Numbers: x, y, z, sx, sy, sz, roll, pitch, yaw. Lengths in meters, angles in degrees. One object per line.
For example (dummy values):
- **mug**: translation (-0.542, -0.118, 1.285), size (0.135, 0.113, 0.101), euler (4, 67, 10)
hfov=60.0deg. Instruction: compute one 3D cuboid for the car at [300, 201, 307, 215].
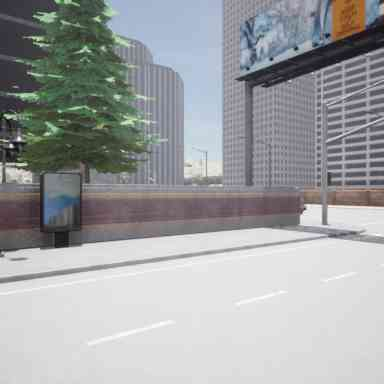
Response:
- **car**: translation (8.967, 1.223, 33.980), size (2.150, 2.045, 5.566), euler (0, 0, -35)
